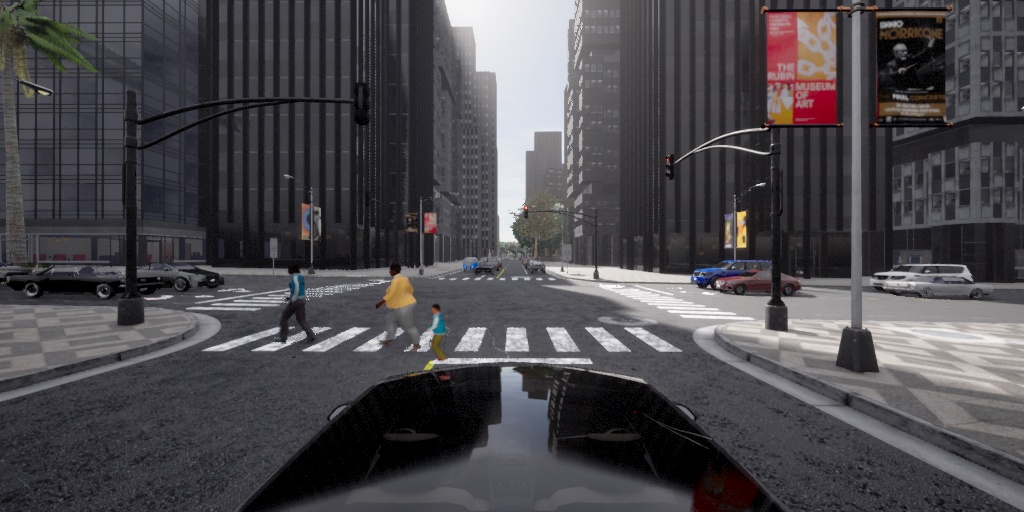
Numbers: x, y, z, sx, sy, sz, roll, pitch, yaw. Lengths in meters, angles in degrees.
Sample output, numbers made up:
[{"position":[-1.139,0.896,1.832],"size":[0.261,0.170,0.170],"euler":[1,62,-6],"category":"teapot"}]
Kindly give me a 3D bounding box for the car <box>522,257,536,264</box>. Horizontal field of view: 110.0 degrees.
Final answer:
[{"position":[3.160,1.079,58.322],"size":[2.192,1.841,5.009],"euler":[0,0,1],"category":"car"}]

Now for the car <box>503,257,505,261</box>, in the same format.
[{"position":[-2.634,1.272,62.387],"size":[1.837,1.490,4.892],"euler":[0,0,1],"category":"car"}]

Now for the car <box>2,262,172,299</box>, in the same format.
[{"position":[-17.759,1.054,15.149],"size":[4.718,1.301,1.895],"euler":[1,0,0],"category":"car"}]

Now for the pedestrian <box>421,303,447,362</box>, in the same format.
[{"position":[-1.350,1.424,6.756],"size":[0.500,1.100,0.500],"euler":[0,0,0],"category":"pedestrian"}]

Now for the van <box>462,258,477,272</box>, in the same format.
[{"position":[-5.476,1.101,47.380],"size":[1.690,1.789,3.998],"euler":[0,0,1],"category":"van"}]

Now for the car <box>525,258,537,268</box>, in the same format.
[{"position":[3.050,1.285,47.467],"size":[1.751,1.417,4.829],"euler":[0,0,1],"category":"car"}]

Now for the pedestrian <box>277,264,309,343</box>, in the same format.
[{"position":[-4.930,1.044,8.085],"size":[0.375,1.860,0.375],"euler":[0,0,0],"category":"pedestrian"}]

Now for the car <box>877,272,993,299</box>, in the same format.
[{"position":[25.567,1.855,21.667],"size":[4.718,1.301,1.895],"euler":[1,0,0],"category":"car"}]

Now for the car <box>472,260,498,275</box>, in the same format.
[{"position":[-2.890,1.358,39.000],"size":[1.895,1.301,4.718],"euler":[0,0,1],"category":"car"}]

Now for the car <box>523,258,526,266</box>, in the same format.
[{"position":[3.104,1.312,52.809],"size":[2.007,1.370,4.403],"euler":[0,0,1],"category":"car"}]

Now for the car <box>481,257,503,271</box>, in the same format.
[{"position":[-2.783,1.113,49.283],"size":[2.097,1.767,4.553],"euler":[0,0,1],"category":"car"}]

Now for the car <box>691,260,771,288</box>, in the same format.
[{"position":[15.533,1.294,24.954],"size":[5.566,2.045,2.150],"euler":[1,0,0],"category":"car"}]

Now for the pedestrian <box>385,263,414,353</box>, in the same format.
[{"position":[-2.347,1.044,7.476],"size":[0.375,1.860,0.375],"euler":[0,0,0],"category":"pedestrian"}]

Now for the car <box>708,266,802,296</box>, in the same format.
[{"position":[14.846,1.579,21.713],"size":[4.674,1.442,1.812],"euler":[1,0,0],"category":"car"}]

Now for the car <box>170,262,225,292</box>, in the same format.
[{"position":[-17.345,1.030,18.398],"size":[4.181,1.385,1.994],"euler":[1,0,0],"category":"car"}]

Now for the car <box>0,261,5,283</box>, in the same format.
[{"position":[-27.338,0.854,18.435],"size":[4.181,1.385,1.994],"euler":[1,0,0],"category":"car"}]

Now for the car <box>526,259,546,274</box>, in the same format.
[{"position":[2.993,1.308,41.784],"size":[2.007,1.370,4.403],"euler":[0,0,1],"category":"car"}]

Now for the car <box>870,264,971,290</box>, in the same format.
[{"position":[28.393,1.538,24.903],"size":[5.566,2.045,2.150],"euler":[1,0,0],"category":"car"}]
